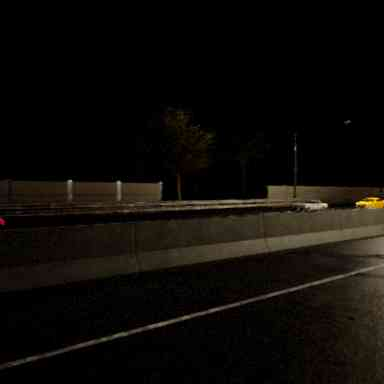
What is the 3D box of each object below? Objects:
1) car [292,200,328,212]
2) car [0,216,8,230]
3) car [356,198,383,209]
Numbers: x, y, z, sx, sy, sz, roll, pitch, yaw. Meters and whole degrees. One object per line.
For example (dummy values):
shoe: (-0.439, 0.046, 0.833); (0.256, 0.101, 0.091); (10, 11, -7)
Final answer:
car: (13.690, 1.603, 38.655); (4.718, 1.301, 1.895); (0, 0, -38)
car: (-10.292, 1.351, 13.847); (4.553, 1.767, 2.097); (0, 0, -36)
car: (22.386, 1.483, 41.429); (5.008, 1.535, 1.882); (0, 0, -35)
